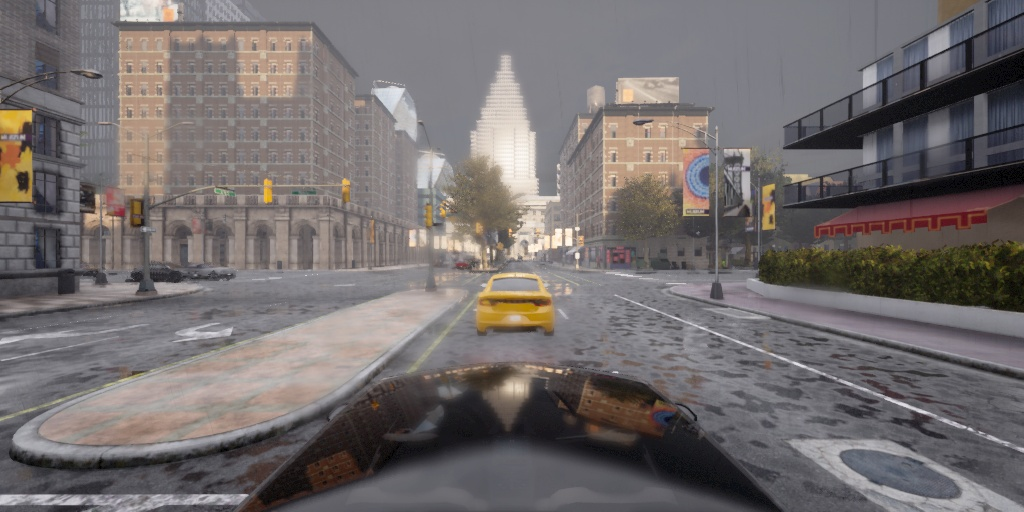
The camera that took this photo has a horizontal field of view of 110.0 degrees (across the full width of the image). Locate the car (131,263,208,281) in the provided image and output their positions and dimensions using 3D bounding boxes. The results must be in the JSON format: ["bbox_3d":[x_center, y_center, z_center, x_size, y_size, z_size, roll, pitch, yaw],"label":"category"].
[{"bbox_3d":[-27.883,1.276,28.935,4.674,1.442,1.812,0,0,0],"label":"car"}]

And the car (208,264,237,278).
[{"bbox_3d":[-27.877,1.351,32.470,4.718,1.301,1.895,0,0,-1],"label":"car"}]

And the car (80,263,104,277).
[{"bbox_3d":[-39.711,1.312,32.403,4.181,1.385,1.994,0,0,0],"label":"car"}]

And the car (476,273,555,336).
[{"bbox_3d":[0.092,1.228,10.414,1.882,1.535,5.008,0,0,0],"label":"car"}]

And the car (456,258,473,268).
[{"bbox_3d":[-8.001,1.351,59.154,1.895,1.301,4.718,0,0,0],"label":"car"}]
